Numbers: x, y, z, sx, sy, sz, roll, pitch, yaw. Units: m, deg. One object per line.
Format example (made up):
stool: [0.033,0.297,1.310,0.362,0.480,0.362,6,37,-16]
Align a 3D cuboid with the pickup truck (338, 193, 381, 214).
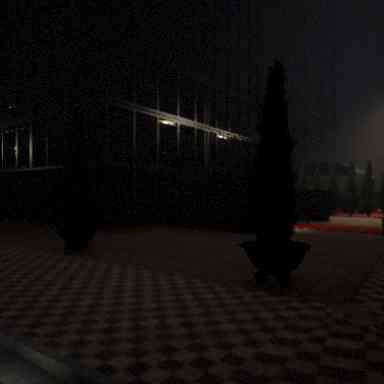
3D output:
pickup truck: [17.723,1.062,33.760,6.274,2.098,2.390,0,0,-24]
